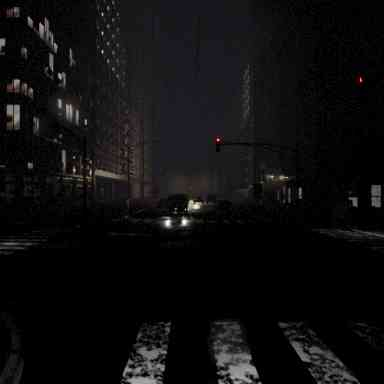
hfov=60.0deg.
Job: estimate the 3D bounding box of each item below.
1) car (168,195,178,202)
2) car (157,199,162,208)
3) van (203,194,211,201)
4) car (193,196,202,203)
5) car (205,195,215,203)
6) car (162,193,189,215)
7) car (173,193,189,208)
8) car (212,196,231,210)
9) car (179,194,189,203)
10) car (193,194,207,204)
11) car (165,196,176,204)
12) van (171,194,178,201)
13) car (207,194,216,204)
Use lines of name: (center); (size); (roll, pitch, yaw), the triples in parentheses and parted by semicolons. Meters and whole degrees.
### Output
car: (-4.183, 1.423, 74.883); (1.967, 1.590, 4.097); (0, 0, 0)
car: (-4.052, 1.591, 47.245); (1.802, 1.307, 4.206); (0, 0, 0)
van: (3.670, 1.318, 80.448); (1.690, 1.788, 3.998); (0, 0, 0)
car: (1.150, 1.526, 73.284); (2.033, 1.411, 5.357); (0, 0, 0)
car: (3.723, 1.430, 69.393); (1.967, 1.590, 4.097); (0, 0, 0)
car: (-1.525, 1.237, 33.932); (2.150, 2.045, 5.566); (0, 0, 0)
car: (-1.592, 1.228, 48.967); (2.150, 2.045, 5.566); (0, 0, 0)
car: (3.904, 1.578, 41.756); (1.947, 1.339, 4.313); (0, 0, 0)
car: (-1.586, 1.342, 67.197); (2.097, 1.767, 4.553); (0, 0, 0)
car: (1.275, 1.522, 62.977); (1.812, 1.442, 4.674); (0, 0, 0)
car: (-4.131, 1.562, 63.828); (1.947, 1.339, 4.313); (0, 0, 0)
van: (-4.210, 1.318, 80.410); (1.690, 1.788, 3.998); (0, 0, 0)
car: (3.750, 1.311, 63.865); (2.192, 1.841, 5.009); (0, 0, 0)
